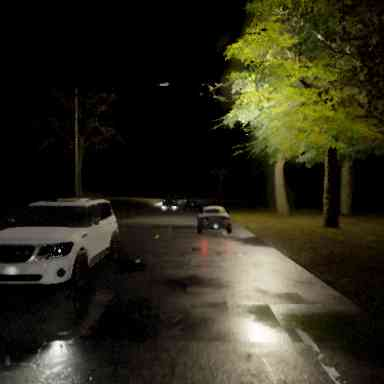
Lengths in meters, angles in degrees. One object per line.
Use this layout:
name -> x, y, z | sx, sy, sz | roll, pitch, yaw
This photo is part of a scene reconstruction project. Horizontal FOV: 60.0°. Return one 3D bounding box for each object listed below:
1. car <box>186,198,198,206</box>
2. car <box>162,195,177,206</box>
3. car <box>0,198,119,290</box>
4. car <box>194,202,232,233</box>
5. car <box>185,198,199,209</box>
car -> -0.006, 1.588, 54.251 | 1.895, 1.301, 4.718 | 0, 0, 0
car -> -3.572, 1.339, 53.093 | 2.097, 1.767, 4.553 | 0, 0, 0
car -> -3.603, 1.221, 9.404 | 2.150, 2.045, 5.566 | 0, 0, 0
car -> 1.223, 1.521, 19.337 | 1.812, 1.442, 4.674 | 0, 0, 0
car -> 0.055, 1.551, 43.991 | 1.994, 1.385, 4.181 | 0, 0, 0
